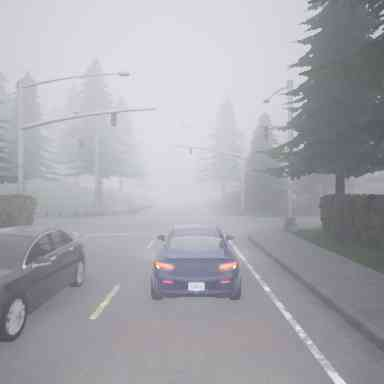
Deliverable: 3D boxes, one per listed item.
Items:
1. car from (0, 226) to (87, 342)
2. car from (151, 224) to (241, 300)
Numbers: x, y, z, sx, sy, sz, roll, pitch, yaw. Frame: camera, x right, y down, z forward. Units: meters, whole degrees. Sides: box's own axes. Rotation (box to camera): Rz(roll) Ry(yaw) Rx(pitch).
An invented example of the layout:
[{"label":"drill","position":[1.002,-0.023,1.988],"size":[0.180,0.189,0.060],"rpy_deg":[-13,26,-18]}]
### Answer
[{"label":"car","position":[-3.569,1.504,6.535],"size":[1.837,1.490,4.892],"rpy_deg":[0,0,0]},{"label":"car","position":[0.084,1.526,8.248],"size":[1.812,1.442,4.674],"rpy_deg":[0,0,0]}]
